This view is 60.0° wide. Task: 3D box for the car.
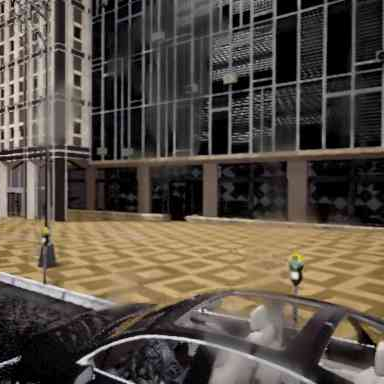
[{"bbox_3d":[0.244,1.539,2.700,4.403,1.369,2.008,0,1,35],"label":"car"}]
